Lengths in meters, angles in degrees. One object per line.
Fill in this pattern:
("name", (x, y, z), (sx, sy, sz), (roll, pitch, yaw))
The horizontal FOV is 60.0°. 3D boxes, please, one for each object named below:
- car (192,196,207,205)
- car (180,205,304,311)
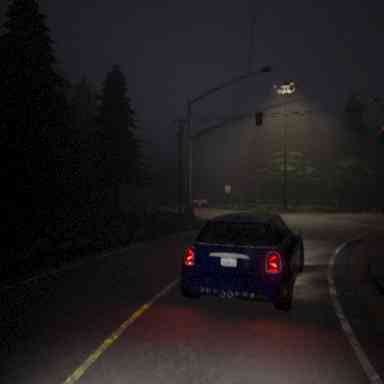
("car", (0.838, 1.164, 42.229), (1.895, 1.301, 4.718), (0, 1, -2))
("car", (1.451, 1.262, 7.965), (2.097, 1.767, 4.553), (0, 1, 22))
